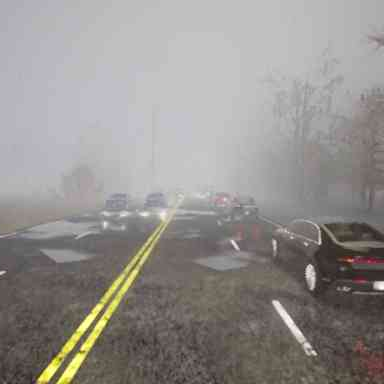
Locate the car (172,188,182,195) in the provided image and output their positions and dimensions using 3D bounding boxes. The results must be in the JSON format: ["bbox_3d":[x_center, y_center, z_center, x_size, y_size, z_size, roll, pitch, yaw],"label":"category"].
[{"bbox_3d":[-3.144,-0.190,71.076,1.812,1.442,4.674,1,1,0],"label":"car"}]

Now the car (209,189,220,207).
[{"bbox_3d":[3.306,0.741,35.791,2.163,1.488,4.792,0,1,0],"label":"car"}]

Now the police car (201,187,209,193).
[{"bbox_3d":[3.549,-0.647,90.668,2.038,1.542,4.974,0,1,1],"label":"police car"}]

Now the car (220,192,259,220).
[{"bbox_3d":[3.411,1.025,23.159,2.128,1.511,4.902,1,2,0],"label":"car"}]

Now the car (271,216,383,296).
[{"bbox_3d":[3.390,1.375,8.418,1.837,1.490,4.892,1,2,-1],"label":"car"}]

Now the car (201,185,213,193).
[{"bbox_3d":[3.357,-0.362,68.767,2.150,2.045,5.566,1,1,0],"label":"car"}]

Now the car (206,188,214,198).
[{"bbox_3d":[3.330,0.559,46.786,1.895,1.301,4.718,1,1,0],"label":"car"}]

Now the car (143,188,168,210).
[{"bbox_3d":[-3.327,0.729,30.719,1.882,1.535,5.008,-4,1,0],"label":"car"}]

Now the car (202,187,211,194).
[{"bbox_3d":[3.416,-0.339,79.706,1.812,1.442,4.674,1,1,1],"label":"car"}]

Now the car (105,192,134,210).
[{"bbox_3d":[-6.545,0.779,30.369,1.882,1.535,5.008,1,1,0],"label":"car"}]

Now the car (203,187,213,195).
[{"bbox_3d":[3.336,0.295,57.779,1.895,1.301,4.718,1,2,0],"label":"car"}]
